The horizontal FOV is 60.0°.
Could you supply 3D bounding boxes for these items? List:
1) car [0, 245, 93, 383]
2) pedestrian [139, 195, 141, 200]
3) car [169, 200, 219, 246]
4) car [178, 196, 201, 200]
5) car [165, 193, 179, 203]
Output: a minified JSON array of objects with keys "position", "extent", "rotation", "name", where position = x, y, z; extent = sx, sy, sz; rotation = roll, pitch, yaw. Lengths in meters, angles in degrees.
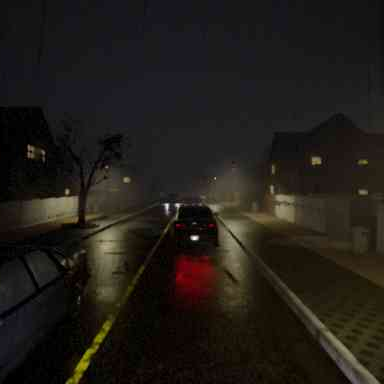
[{"position":[-2.851,1.484,4.272],"extent":[2.033,1.411,5.357],"rotation":[0,1,0],"name":"car"},{"position":[-9.914,0.655,63.167],"extent":[0.375,1.860,0.375],"rotation":[0,-1,5],"name":"pedestrian"},{"position":[0.098,1.308,14.106],"extent":[1.837,1.490,4.892],"rotation":[0,1,0],"name":"car"},{"position":[0.098,1.138,30.293],"extent":[2.033,1.411,5.357],"rotation":[0,1,0],"name":"car"},{"position":[-2.752,0.928,48.932],"extent":[1.812,1.442,4.674],"rotation":[0,1,0],"name":"car"}]
